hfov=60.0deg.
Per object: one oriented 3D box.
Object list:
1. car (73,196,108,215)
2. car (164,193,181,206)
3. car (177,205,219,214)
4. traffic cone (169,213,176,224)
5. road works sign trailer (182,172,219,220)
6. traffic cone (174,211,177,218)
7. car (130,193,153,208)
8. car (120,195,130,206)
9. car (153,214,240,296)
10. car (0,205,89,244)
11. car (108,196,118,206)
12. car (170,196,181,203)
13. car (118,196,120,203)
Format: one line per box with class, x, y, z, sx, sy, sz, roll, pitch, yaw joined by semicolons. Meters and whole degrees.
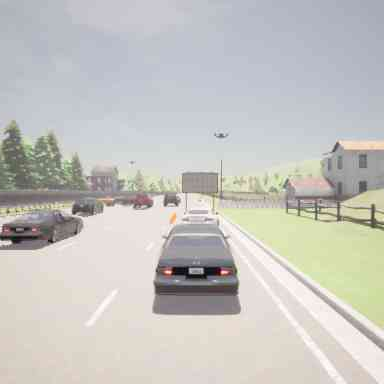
car;-10.353;1.351;33.378;2.097;1.767;4.553;0;0;0
car;-3.327;1.221;53.362;2.150;2.045;5.566;0;0;0
car;0.482;1.540;18.457;1.812;1.442;4.674;-1;-1;6
traffic cone;-1.456;1.955;23.181;0.340;0.580;0.340;0;0;0
road works sign trailer;0.518;0.464;22.070;2.380;3.560;2.880;0;0;-3
traffic cone;-1.453;1.955;25.181;0.340;0.580;0.340;0;0;0
car;-6.836;1.222;47.315;2.150;2.045;5.566;0;0;0
car;-10.323;1.352;56.519;2.097;1.767;4.553;0;0;0
car;0.110;1.547;8.825;2.033;1.411;5.357;0;0;1
car;-6.878;1.547;15.860;2.033;1.411;5.357;0;0;0
car;-13.829;1.352;53.136;2.097;1.767;4.553;0;0;0
car;-3.307;1.564;68.577;1.994;1.385;4.181;0;0;0
car;-13.813;1.525;63.738;1.812;1.442;4.674;0;0;0
